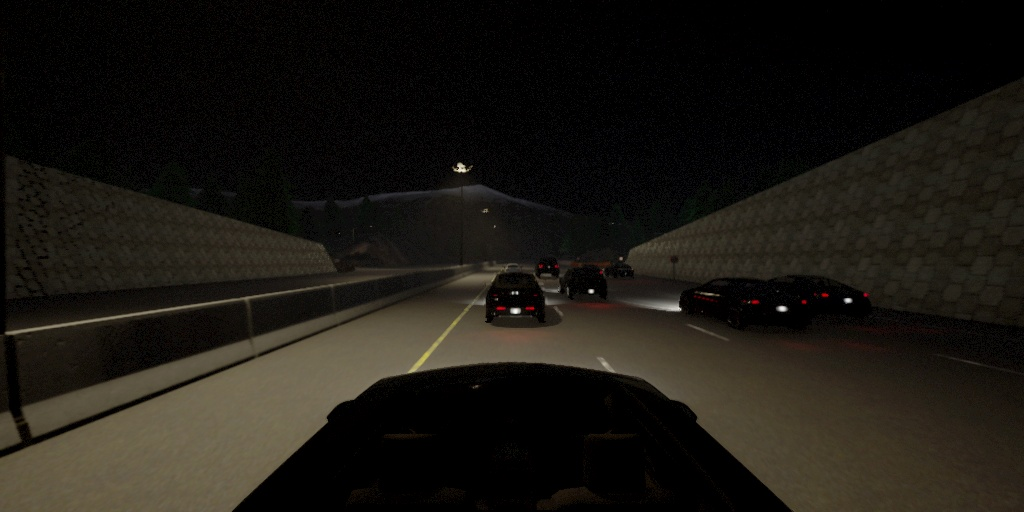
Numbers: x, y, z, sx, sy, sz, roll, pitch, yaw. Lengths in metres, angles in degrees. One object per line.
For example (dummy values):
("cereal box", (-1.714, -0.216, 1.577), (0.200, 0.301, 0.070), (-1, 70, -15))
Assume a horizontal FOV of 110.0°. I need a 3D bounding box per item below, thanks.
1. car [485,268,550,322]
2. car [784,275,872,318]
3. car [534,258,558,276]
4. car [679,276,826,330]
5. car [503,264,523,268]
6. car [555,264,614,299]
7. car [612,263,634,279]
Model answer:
("car", (0.100, 1.321, 12.588), (1.837, 1.490, 4.892), (0, 0, 0))
("car", (10.599, 1.386, 13.314), (1.994, 1.385, 4.181), (0, 0, 0))
("car", (3.602, 1.191, 37.561), (2.150, 2.045, 5.566), (0, 0, 0))
("car", (7.101, 1.374, 11.426), (1.994, 1.385, 4.181), (0, 0, 0))
("car", (0.103, 1.484, 35.706), (1.812, 1.442, 4.674), (0, 0, 0))
("car", (3.601, 1.359, 18.717), (1.837, 1.490, 4.892), (0, 0, 0))
("car", (10.602, 1.451, 35.773), (2.128, 1.511, 4.902), (0, 0, 0))
